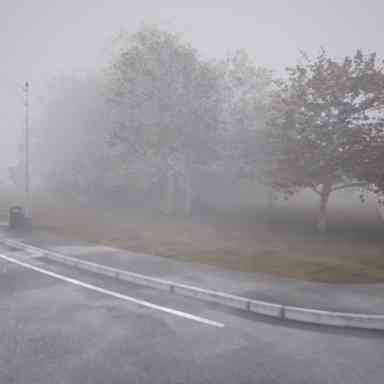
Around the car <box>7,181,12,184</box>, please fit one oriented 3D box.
[{"bbox_3d":[-44.444,-2.560,83.037,1.895,1.301,4.718,0,3,-4],"label":"car"}]

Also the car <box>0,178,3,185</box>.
[{"bbox_3d":[-47.576,-2.464,79.566,2.128,1.511,4.902,0,3,-7],"label":"car"}]

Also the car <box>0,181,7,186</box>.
[{"bbox_3d":[-42.965,-1.996,72.870,1.895,1.301,4.718,0,3,-9],"label":"car"}]
